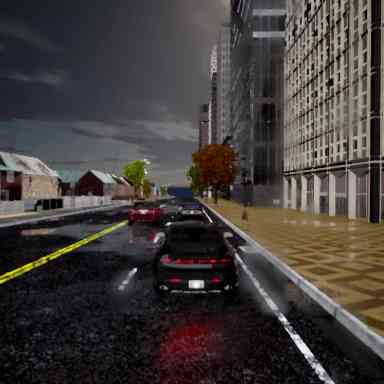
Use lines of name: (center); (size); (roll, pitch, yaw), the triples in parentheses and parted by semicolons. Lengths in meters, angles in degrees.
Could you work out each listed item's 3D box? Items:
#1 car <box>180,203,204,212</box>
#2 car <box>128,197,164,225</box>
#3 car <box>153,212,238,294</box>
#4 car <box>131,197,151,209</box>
car: (-0.012, 1.603, 27.311); (2.033, 1.411, 5.357); (0, 0, 0)
car: (-3.248, 1.398, 24.296); (2.097, 1.767, 4.553); (0, 0, 0)
car: (0.066, 1.518, 8.833); (1.837, 1.490, 4.892); (0, 0, 0)
car: (-6.682, 1.392, 44.217); (1.882, 1.535, 5.008); (0, 0, 0)
